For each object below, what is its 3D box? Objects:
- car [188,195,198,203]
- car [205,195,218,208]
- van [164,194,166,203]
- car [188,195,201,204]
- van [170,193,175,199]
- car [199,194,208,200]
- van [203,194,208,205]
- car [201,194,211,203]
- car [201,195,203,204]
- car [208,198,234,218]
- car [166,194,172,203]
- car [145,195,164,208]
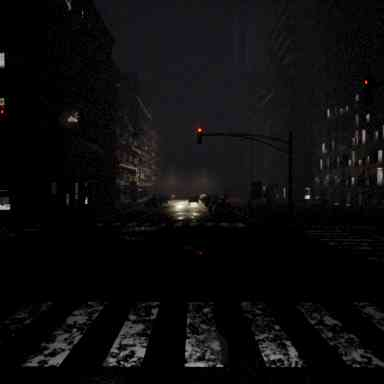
[{"bbox_3d":[0.243,1.424,71.058,2.128,1.511,4.902,0,0,0],"label":"car"},{"bbox_3d":[2.753,1.408,35.584,1.967,1.590,4.097,-1,0,0],"label":"car"},{"bbox_3d":[-5.544,1.284,52.514,1.690,1.788,3.998,-1,0,0],"label":"van"},{"bbox_3d":[0.287,1.433,60.856,1.837,1.490,4.892,0,0,0],"label":"car"},{"bbox_3d":[-5.473,1.239,75.099,1.690,1.788,3.998,-1,0,0],"label":"van"},{"bbox_3d":[2.947,1.309,86.396,1.967,1.590,4.097,-1,0,0],"label":"car"},{"bbox_3d":[2.787,1.293,46.876,1.690,1.788,3.998,-1,0,0],"label":"van"},{"bbox_3d":[2.864,1.351,69.459,1.967,1.590,4.097,-1,0,0],"label":"car"},{"bbox_3d":[2.807,1.488,52.522,1.887,1.381,4.507,-1,0,0],"label":"car"},{"bbox_3d":[2.737,1.520,29.938,1.887,1.381,4.507,-1,0,0],"label":"car"},{"bbox_3d":[-5.506,1.467,63.806,1.887,1.381,4.507,-1,0,0],"label":"car"},{"bbox_3d":[-5.558,1.518,46.869,1.947,1.339,4.313,-1,0,0],"label":"car"}]
